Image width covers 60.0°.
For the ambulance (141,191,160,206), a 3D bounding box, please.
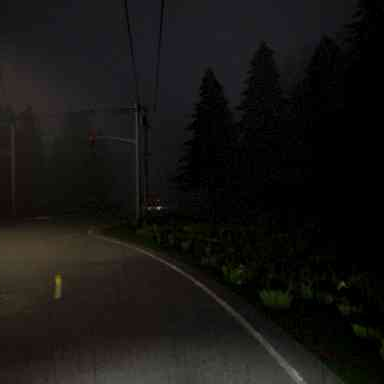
[{"bbox_3d":[-6.995,1.053,53.863,2.351,2.431,6.366,-1,0,-21],"label":"ambulance"}]
